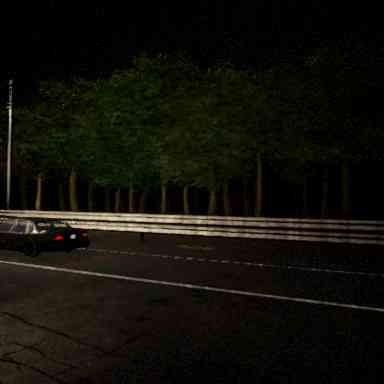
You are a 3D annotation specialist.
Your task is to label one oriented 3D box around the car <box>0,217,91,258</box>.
[{"bbox_3d":[-6.589,1.710,13.357,5.357,1.411,2.033,0,-2,27],"label":"car"}]
